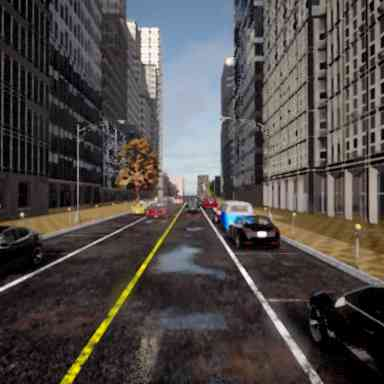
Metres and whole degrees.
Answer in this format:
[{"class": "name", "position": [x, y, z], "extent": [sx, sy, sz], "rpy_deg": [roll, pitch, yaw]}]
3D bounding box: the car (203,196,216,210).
[{"class": "car", "position": [2.674, 1.631, 49.020], "extent": [2.192, 1.841, 5.009], "rpy_deg": [0, 0, 0]}]

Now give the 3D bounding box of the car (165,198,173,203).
[{"class": "car", "position": [-5.721, 2.090, 83.179], "extent": [1.802, 1.307, 4.206], "rpy_deg": [0, 0, 0]}]

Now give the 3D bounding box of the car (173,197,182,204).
[{"class": "car", "position": [-3.030, 1.800, 72.522], "extent": [2.097, 1.767, 4.553], "rpy_deg": [0, 0, 0]}]

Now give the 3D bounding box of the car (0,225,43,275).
[{"class": "car", "position": [-5.692, 1.631, 9.179], "extent": [1.947, 1.339, 4.313], "rpy_deg": [0, 0, 0]}]

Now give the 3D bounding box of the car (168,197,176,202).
[{"class": "car", "position": [-5.726, 2.118, 94.565], "extent": [2.008, 1.369, 4.403], "rpy_deg": [0, 0, 0]}]

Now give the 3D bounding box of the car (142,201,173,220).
[{"class": "car", "position": [-3.112, 1.807, 30.981], "extent": [1.895, 1.301, 4.718], "rpy_deg": [0, 0, 0]}]

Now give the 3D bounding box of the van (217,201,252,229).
[{"class": "van", "position": [2.685, 1.481, 20.561], "extent": [1.690, 1.788, 3.998], "rpy_deg": [0, 0, 0]}]

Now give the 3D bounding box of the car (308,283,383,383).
[{"class": "car", "position": [2.691, 1.591, 3.481], "extent": [1.947, 1.339, 4.313], "rpy_deg": [0, 0, 0]}]

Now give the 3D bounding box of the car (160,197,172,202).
[{"class": "car", "position": [-5.714, 1.966, 66.104], "extent": [2.008, 1.369, 4.403], "rpy_deg": [0, 0, 0]}]

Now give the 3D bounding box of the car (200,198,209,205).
[{"class": "car", "position": [2.664, 1.973, 71.957], "extent": [1.752, 1.417, 4.829], "rpy_deg": [0, 0, 0]}]

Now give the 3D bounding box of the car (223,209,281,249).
[{"class": "car", "position": [2.687, 1.669, 14.865], "extent": [1.947, 1.339, 4.313], "rpy_deg": [0, 0, 0]}]

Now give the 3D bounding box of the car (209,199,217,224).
[{"class": "car", "position": [2.682, 1.617, 26.251], "extent": [1.967, 1.590, 4.097], "rpy_deg": [0, 0, 0]}]

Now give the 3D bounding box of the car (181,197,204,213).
[{"class": "car", "position": [0.082, 1.763, 41.659], "extent": [2.128, 1.511, 4.902], "rpy_deg": [0, 0, 0]}]

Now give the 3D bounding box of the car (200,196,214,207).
[{"class": "car", "position": [2.669, 1.697, 60.405], "extent": [2.192, 1.841, 5.009], "rpy_deg": [0, 0, 0]}]

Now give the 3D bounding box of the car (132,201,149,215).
[{"class": "car", "position": [-5.703, 1.772, 37.471], "extent": [1.752, 1.417, 4.829], "rpy_deg": [0, 0, 0]}]
